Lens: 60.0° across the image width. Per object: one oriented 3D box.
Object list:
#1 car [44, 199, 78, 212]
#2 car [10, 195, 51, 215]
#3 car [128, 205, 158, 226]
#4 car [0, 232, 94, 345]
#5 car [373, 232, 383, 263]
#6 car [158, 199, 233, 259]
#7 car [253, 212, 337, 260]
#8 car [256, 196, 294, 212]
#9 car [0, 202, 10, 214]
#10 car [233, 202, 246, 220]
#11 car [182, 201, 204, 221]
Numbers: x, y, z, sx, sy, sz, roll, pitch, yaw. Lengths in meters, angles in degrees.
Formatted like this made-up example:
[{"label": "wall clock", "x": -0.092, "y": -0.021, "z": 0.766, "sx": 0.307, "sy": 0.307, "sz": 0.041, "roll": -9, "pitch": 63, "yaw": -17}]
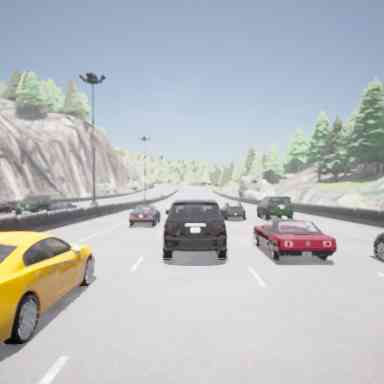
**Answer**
[{"label": "car", "x": -14.082, "y": 1.736, "z": 36.508, "sx": 1.994, "sy": 1.385, "sz": 4.181, "roll": 0, "pitch": 0, "yaw": 0}, {"label": "car", "x": -17.582, "y": 1.397, "z": 37.299, "sx": 2.150, "sy": 2.045, "sz": 5.566, "roll": 0, "pitch": 0, "yaw": 0}, {"label": "car", "x": -3.395, "y": 1.663, "z": 24.536, "sx": 2.033, "sy": 1.411, "sz": 5.357, "roll": 0, "pitch": 0, "yaw": 0}, {"label": "car", "x": -3.399, "y": 1.508, "z": 6.433, "sx": 1.882, "sy": 1.535, "sz": 5.008, "roll": 0, "pitch": 0, "yaw": 0}, {"label": "car", "x": 7.102, "y": 1.549, "z": 9.398, "sx": 1.837, "sy": 1.490, "sz": 4.892, "roll": 0, "pitch": 0, "yaw": 0}, {"label": "car", "x": 0.103, "y": 1.283, "z": 12.946, "sx": 2.150, "sy": 2.045, "sz": 5.566, "roll": 0, "pitch": 0, "yaw": 0}, {"label": "car", "x": 3.603, "y": 1.661, "z": 12.623, "sx": 1.895, "sy": 1.301, "sz": 4.718, "roll": 0, "pitch": 0, "yaw": 0}, {"label": "car", "x": 7.105, "y": 1.357, "z": 28.861, "sx": 2.150, "sy": 2.045, "sz": 5.566, "roll": 0, "pitch": 0, "yaw": 0}, {"label": "car", "x": -21.084, "y": 1.769, "z": 35.793, "sx": 1.895, "sy": 1.301, "sz": 4.718, "roll": 0, "pitch": 0, "yaw": 0}, {"label": "car", "x": 3.606, "y": 1.631, "z": 29.624, "sx": 2.128, "sy": 1.511, "sz": 4.902, "roll": 0, "pitch": 0, "yaw": 0}, {"label": "car", "x": 0.106, "y": 1.645, "z": 29.748, "sx": 1.837, "sy": 1.490, "sz": 4.892, "roll": 0, "pitch": 0, "yaw": 0}]
